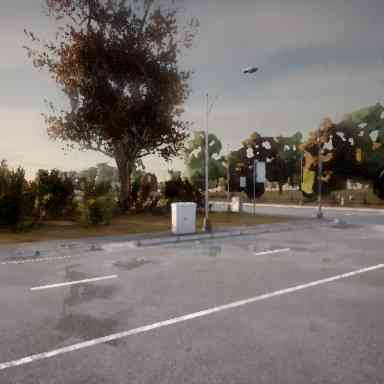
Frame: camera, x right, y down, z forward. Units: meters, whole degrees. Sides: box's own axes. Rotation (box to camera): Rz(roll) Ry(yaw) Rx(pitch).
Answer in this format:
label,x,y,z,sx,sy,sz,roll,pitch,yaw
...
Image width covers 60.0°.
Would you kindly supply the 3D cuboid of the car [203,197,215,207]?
label,x,y,z,sx,sy,sz,roll,pitch,yaw
car,1.386,1.416,47.751,2.128,1.511,4.902,0,0,-33
